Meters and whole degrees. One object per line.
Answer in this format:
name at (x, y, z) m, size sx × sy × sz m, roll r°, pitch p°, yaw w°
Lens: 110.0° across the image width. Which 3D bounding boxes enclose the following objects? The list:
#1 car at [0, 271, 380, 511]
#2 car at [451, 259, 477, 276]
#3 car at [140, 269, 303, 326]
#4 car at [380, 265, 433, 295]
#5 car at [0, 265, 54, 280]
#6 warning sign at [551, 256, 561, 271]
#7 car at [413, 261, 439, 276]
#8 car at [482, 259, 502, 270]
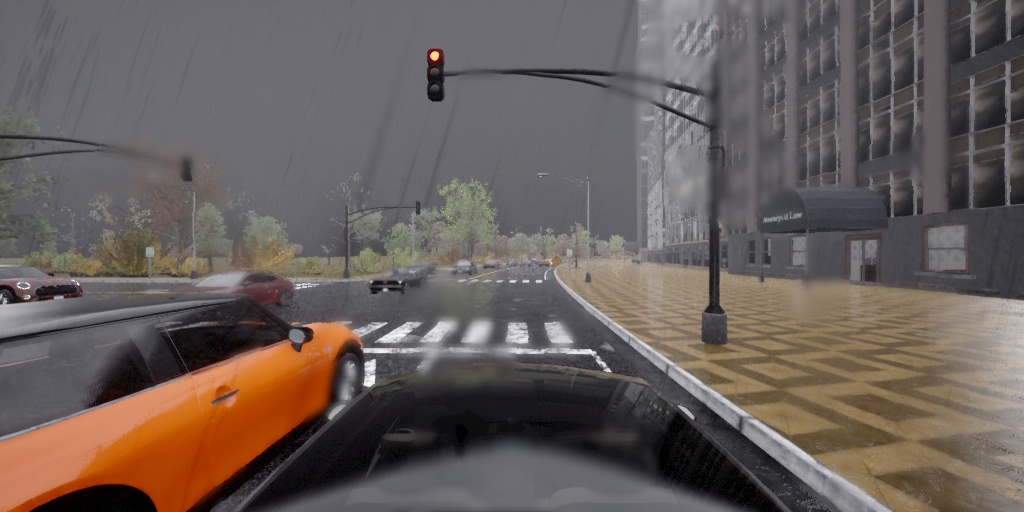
car at (-3.103, 1.102, 3.187) m, size 2.097 × 1.767 × 4.553 m, roll 0°, pitch 0°, yaw 0°
car at (-4.779, 1.273, 36.984) m, size 1.812 × 1.442 × 4.674 m, roll 0°, pitch 0°, yaw 6°
car at (-9.622, 1.273, 12.514) m, size 1.812 × 1.442 × 4.674 m, roll 0°, pitch 0°, yaw 2°
car at (-6.083, 1.348, 19.703) m, size 1.895 × 1.301 × 4.718 m, roll 0°, pitch 0°, yaw 3°
car at (-20.969, 1.159, 14.958) m, size 4.553 × 1.767 × 2.097 m, roll 0°, pitch 0°, yaw 4°
warning sign at (5.451, 0.868, 44.118) m, size 1.300 × 1.860 × 1.060 m, roll 0°, pitch 0°, yaw 7°
car at (-8.351, 1.238, 33.719) m, size 2.128 × 1.511 × 4.902 m, roll 0°, pitch 0°, yaw 5°
car at (-2.978, 1.228, 52.147) m, size 1.882 × 1.535 × 5.008 m, roll 0°, pitch 0°, yaw 8°
